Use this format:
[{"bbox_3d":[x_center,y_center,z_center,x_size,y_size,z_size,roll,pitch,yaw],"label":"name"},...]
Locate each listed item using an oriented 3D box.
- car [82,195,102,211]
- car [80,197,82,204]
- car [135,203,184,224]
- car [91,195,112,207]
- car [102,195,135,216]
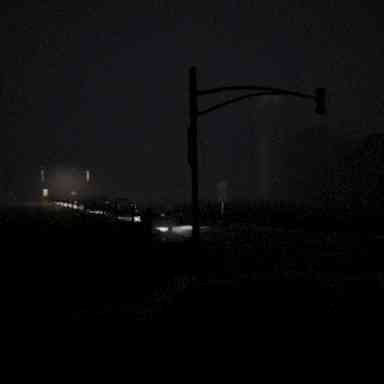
[{"bbox_3d":[-11.816,1.360,41.339,2.097,1.767,4.553,-1,0,-29],"label":"car"},{"bbox_3d":[-18.727,1.338,59.695,2.097,1.767,4.553,-1,0,-29],"label":"car"},{"bbox_3d":[-2.267,1.504,24.055,1.812,1.442,4.674,-1,0,-29],"label":"car"},{"bbox_3d":[-13.937,1.327,51.116,2.097,1.767,4.553,-1,0,-29],"label":"car"},{"bbox_3d":[-6.951,1.346,32.518,2.097,1.767,4.553,-1,0,-29],"label":"car"}]
